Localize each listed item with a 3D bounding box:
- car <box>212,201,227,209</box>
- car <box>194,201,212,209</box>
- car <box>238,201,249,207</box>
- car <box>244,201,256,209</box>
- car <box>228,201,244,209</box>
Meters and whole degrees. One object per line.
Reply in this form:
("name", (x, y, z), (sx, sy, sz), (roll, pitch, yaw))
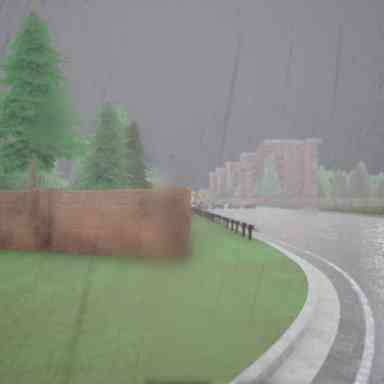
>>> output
("car", (5.641, 2.834, 72.988), (2.097, 1.767, 4.553), (0, -1, -5))
("car", (2.277, 2.968, 71.179), (2.128, 1.511, 4.902), (0, -1, -5))
("car", (14.501, 3.367, 93.412), (1.882, 1.535, 5.008), (0, -1, -5))
("car", (12.662, 2.977, 73.014), (1.837, 1.490, 4.892), (0, -1, -5))
("car", (9.163, 3.015, 72.860), (2.033, 1.411, 5.357), (0, -1, -5))
